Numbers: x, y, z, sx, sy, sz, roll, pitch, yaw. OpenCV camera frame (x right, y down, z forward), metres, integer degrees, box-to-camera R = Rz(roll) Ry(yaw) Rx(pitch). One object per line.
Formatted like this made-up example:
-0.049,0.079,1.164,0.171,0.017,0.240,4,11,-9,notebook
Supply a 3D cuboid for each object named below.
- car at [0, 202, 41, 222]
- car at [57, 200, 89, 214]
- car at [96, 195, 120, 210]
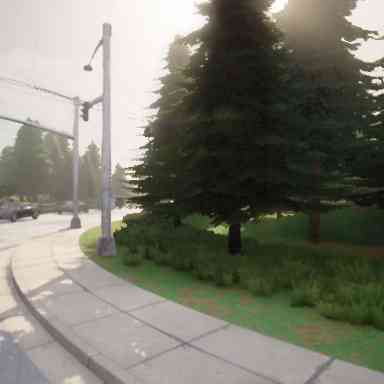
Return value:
-14.112,1.549,26.710,2.128,1.511,4.902,0,0,5,car
-12.954,1.631,36.519,1.812,1.442,4.674,0,0,7,car
-11.573,1.380,47.097,2.150,2.045,5.566,0,0,7,car
